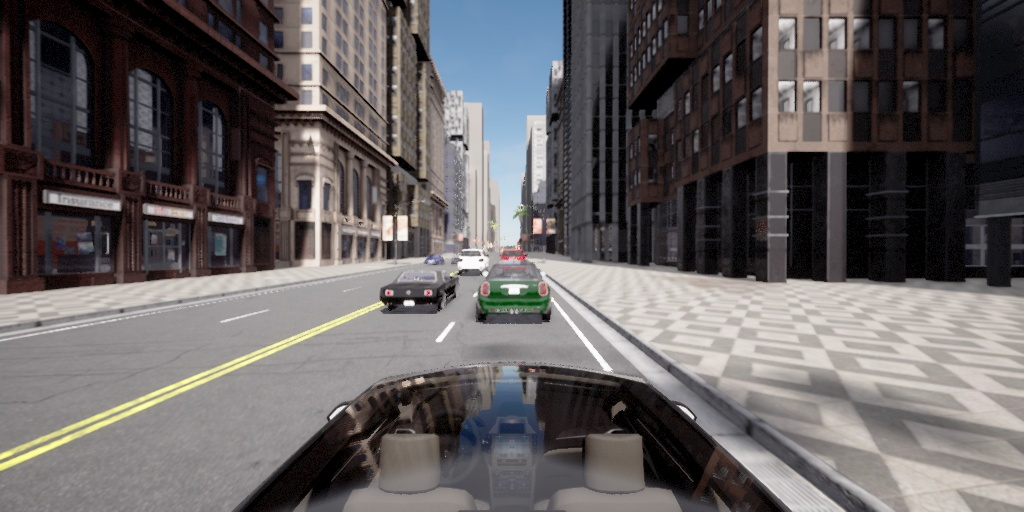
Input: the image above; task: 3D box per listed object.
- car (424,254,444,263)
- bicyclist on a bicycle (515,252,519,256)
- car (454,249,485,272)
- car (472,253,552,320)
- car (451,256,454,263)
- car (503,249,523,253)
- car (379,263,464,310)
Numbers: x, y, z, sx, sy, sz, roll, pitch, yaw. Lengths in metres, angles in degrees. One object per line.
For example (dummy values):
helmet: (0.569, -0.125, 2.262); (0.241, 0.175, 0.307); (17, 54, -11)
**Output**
car: (-9.838, 0.446, 45.763); (1.812, 1.442, 4.674); (0, 1, 0)
bicyclist on a bicycle: (0.890, 0.126, 58.609); (0.582, 1.620, 1.656); (0, 1, 0)
car: (-3.165, 0.440, 30.113); (2.150, 2.045, 5.566); (0, 1, 0)
car: (0.070, 0.913, 11.781); (2.097, 1.767, 4.553); (0, 1, 0)
car: (-6.589, 0.481, 45.908); (1.994, 1.385, 4.181); (0, 1, 0)
car: (0.085, 0.441, 30.077); (2.150, 2.045, 5.566); (0, 1, 0)
car: (-3.171, 1.132, 13.335); (1.895, 1.301, 4.718); (0, 1, 0)
